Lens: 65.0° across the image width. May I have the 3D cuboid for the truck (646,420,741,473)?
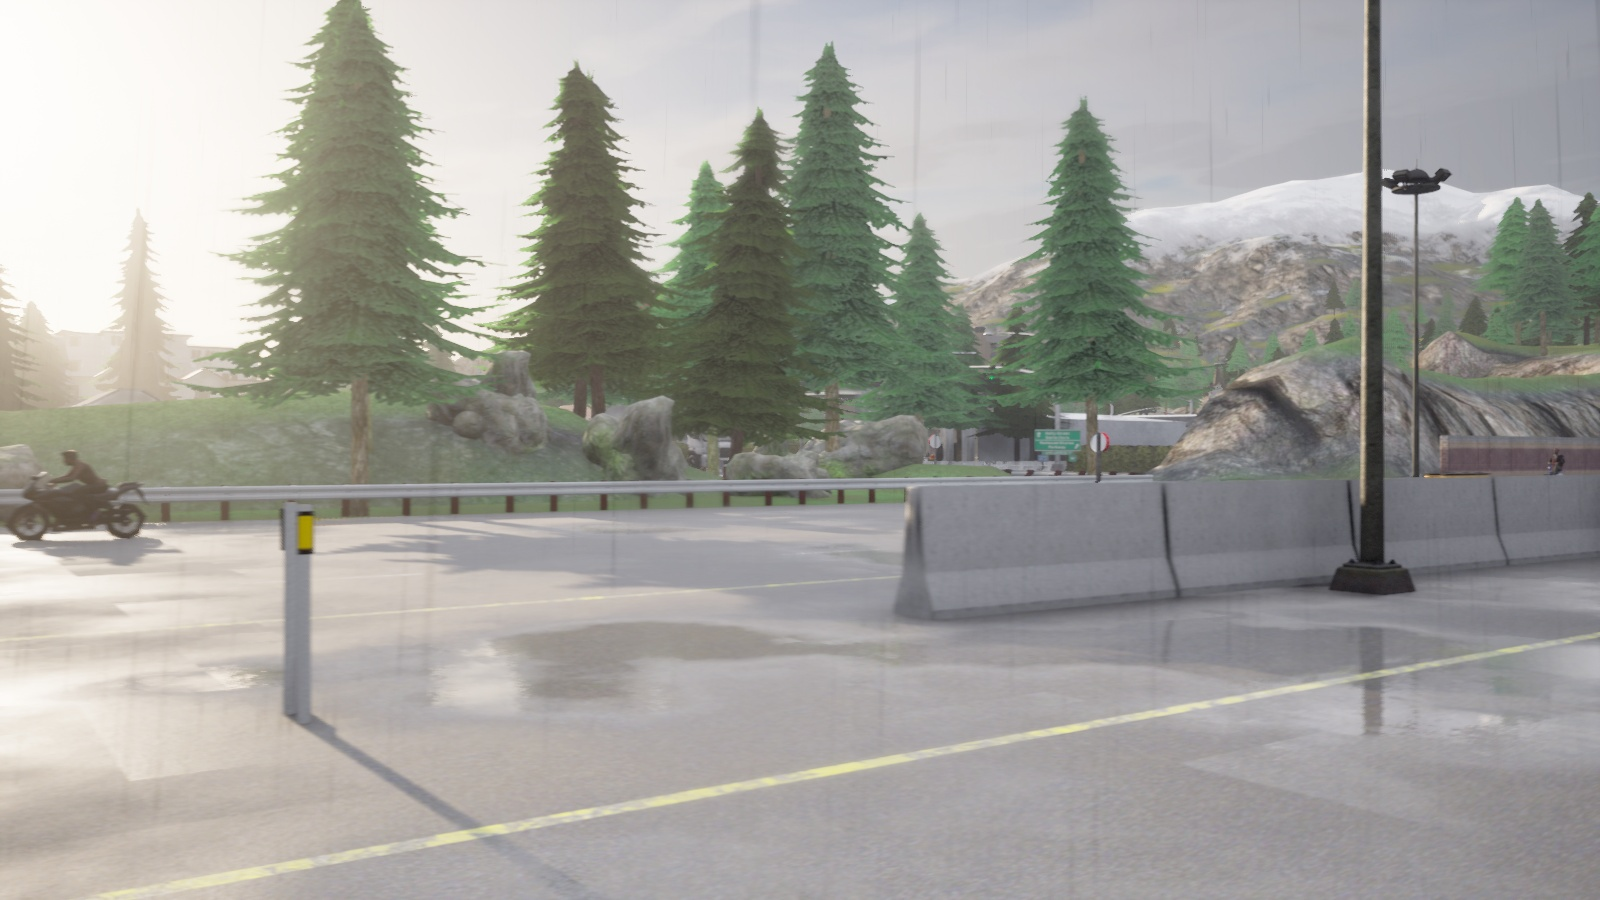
[{"bbox_3d":[-7.372,-0.190,85.783,2.891,3.462,7.936,0,-1,-35],"label":"truck"}]

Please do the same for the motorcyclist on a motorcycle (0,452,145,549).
[{"bbox_3d":[-12.070,0.804,20.845,2.044,1.523,0.797,0,0,-35],"label":"motorcyclist on a motorcycle"}]
